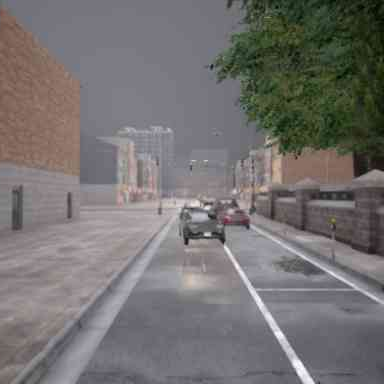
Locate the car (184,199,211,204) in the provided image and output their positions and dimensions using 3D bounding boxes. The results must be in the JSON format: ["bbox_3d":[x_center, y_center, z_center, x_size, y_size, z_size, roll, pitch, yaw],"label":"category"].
[{"bbox_3d":[0.078,1.522,25.657,2.128,1.511,4.902,0,0,0],"label":"car"}]

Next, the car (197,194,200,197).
[{"bbox_3d":[2.646,1.502,74.947,2.192,1.841,5.009,1,0,0],"label":"car"}]

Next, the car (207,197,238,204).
[{"bbox_3d":[2.649,1.348,26.768,2.192,1.841,5.009,1,0,0],"label":"car"}]

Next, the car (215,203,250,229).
[{"bbox_3d":[2.646,1.605,21.318,1.802,1.307,4.206,1,0,0],"label":"car"}]

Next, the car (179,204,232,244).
[{"bbox_3d":[0.406,1.540,15.766,1.812,1.442,4.674,0,0,-6],"label":"car"}]

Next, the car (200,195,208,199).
[{"bbox_3d":[2.645,1.649,53.197,1.887,1.381,4.507,1,0,0],"label":"car"}]

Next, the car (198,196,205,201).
[{"bbox_3d":[2.643,1.847,91.259,1.802,1.307,4.206,0,0,0],"label":"car"}]

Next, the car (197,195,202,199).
[{"bbox_3d":[2.644,1.709,69.509,1.887,1.381,4.507,1,0,0],"label":"car"}]
